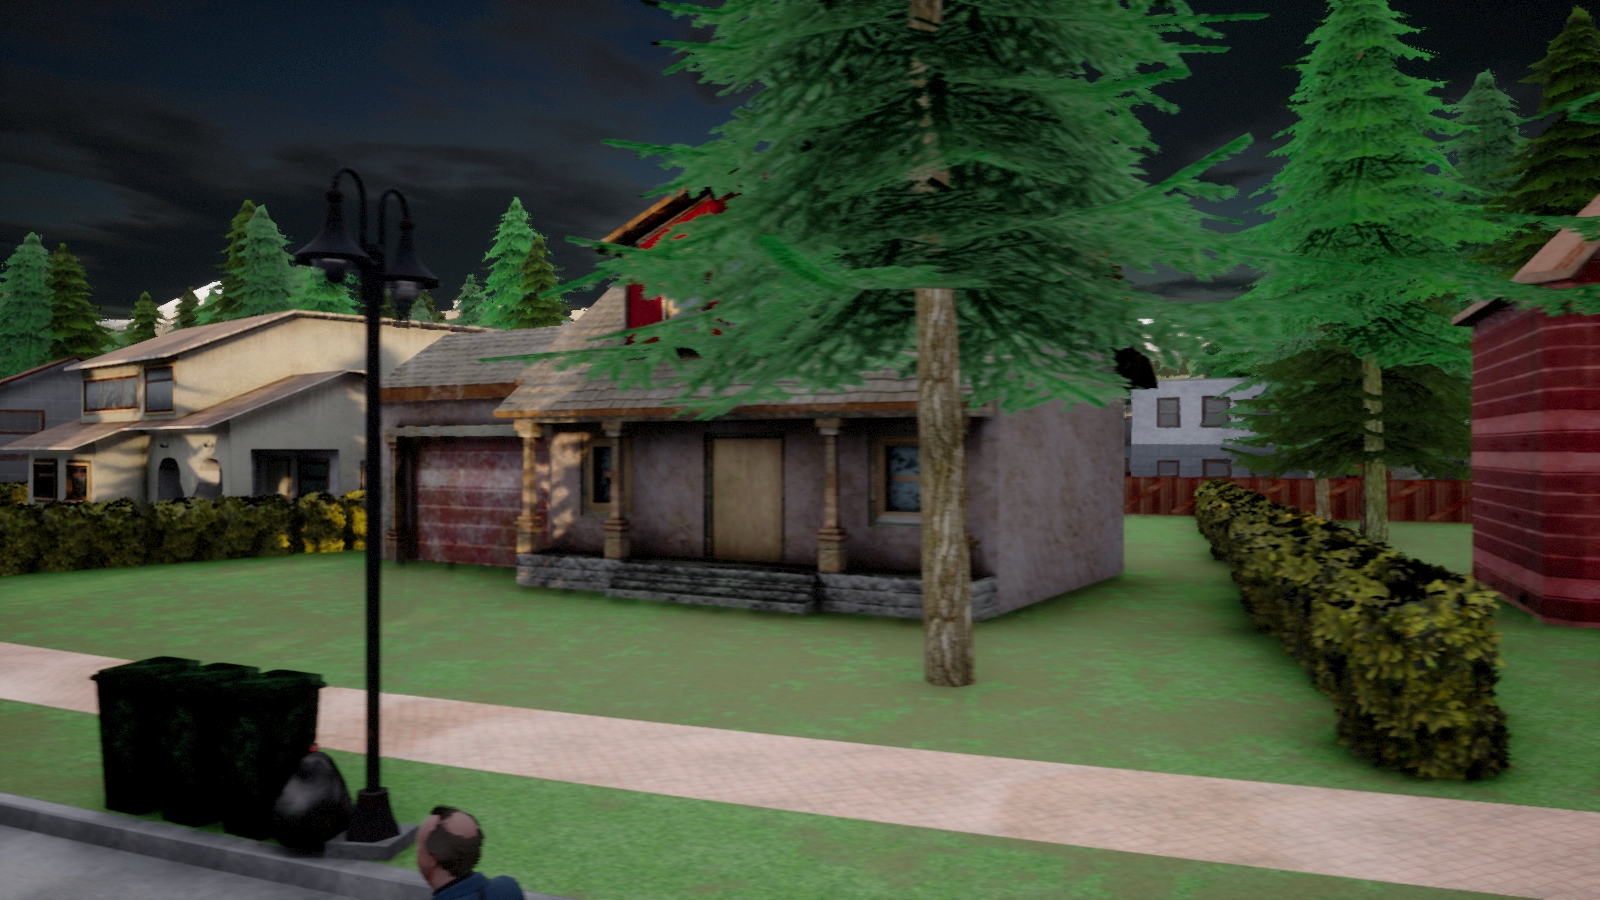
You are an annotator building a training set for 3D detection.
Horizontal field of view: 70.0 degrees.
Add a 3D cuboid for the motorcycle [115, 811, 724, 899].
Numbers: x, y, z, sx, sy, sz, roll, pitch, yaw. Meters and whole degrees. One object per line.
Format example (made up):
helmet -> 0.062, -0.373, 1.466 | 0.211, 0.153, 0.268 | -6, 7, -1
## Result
motorcycle -> -1.257, 2.100, 3.817 | 1.805, 1.334, 0.856 | 0, 0, 21
